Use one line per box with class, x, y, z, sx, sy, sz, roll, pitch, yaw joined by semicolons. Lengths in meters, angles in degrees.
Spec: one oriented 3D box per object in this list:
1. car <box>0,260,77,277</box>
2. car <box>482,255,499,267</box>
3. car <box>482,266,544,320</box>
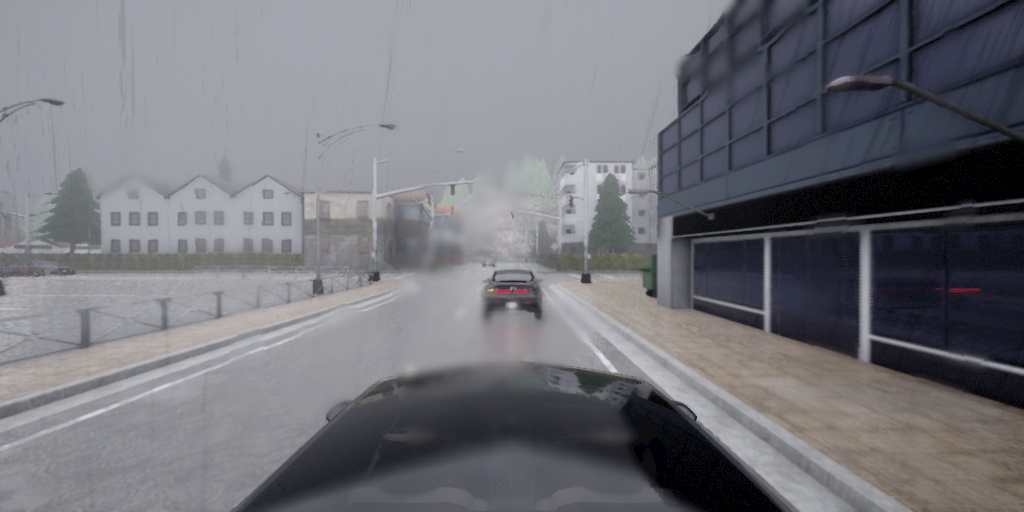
car;-37.629;1.003;28.567;4.181;1.385;1.994;0;0;0
car;-3.551;0.977;55.264;2.128;1.511;4.902;0;0;0
car;0.056;1.197;12.372;1.837;1.490;4.892;0;-1;1
